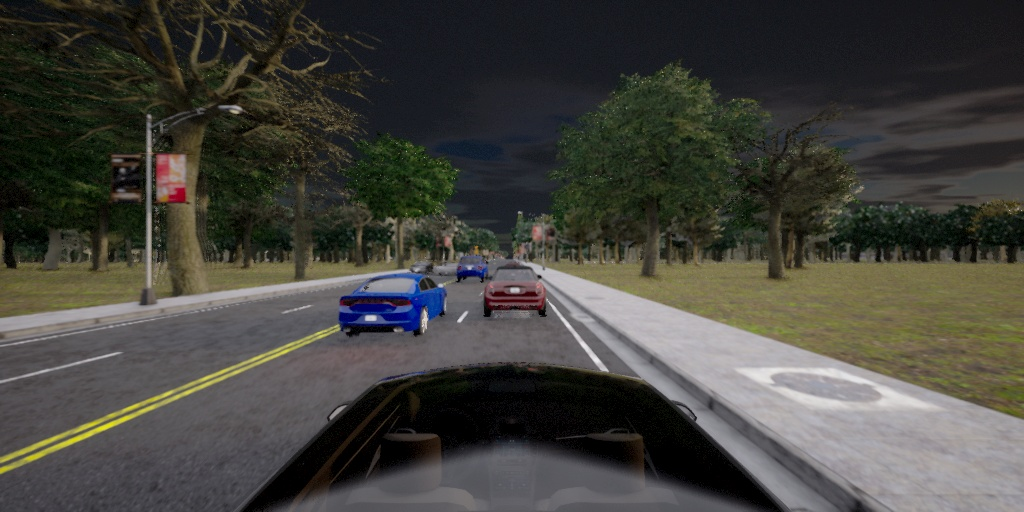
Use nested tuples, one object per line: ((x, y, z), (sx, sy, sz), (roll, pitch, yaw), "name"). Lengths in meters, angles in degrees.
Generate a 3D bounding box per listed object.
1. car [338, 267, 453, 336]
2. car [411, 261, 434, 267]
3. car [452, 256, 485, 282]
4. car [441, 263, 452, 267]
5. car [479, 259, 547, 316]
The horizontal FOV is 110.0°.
((-3.151, 1.240, 10.474), (1.882, 1.535, 5.008), (0, 0, 0), "car")
((-9.845, 1.298, 39.428), (2.128, 1.511, 4.902), (0, 0, 0), "car")
((-3.153, 1.011, 29.315), (2.150, 2.045, 5.566), (0, 0, 0), "car")
((-6.600, 1.404, 38.219), (1.895, 1.301, 4.718), (0, 0, 0), "car")
((0.098, 1.119, 13.583), (2.097, 1.767, 4.553), (0, 0, 0), "car")
